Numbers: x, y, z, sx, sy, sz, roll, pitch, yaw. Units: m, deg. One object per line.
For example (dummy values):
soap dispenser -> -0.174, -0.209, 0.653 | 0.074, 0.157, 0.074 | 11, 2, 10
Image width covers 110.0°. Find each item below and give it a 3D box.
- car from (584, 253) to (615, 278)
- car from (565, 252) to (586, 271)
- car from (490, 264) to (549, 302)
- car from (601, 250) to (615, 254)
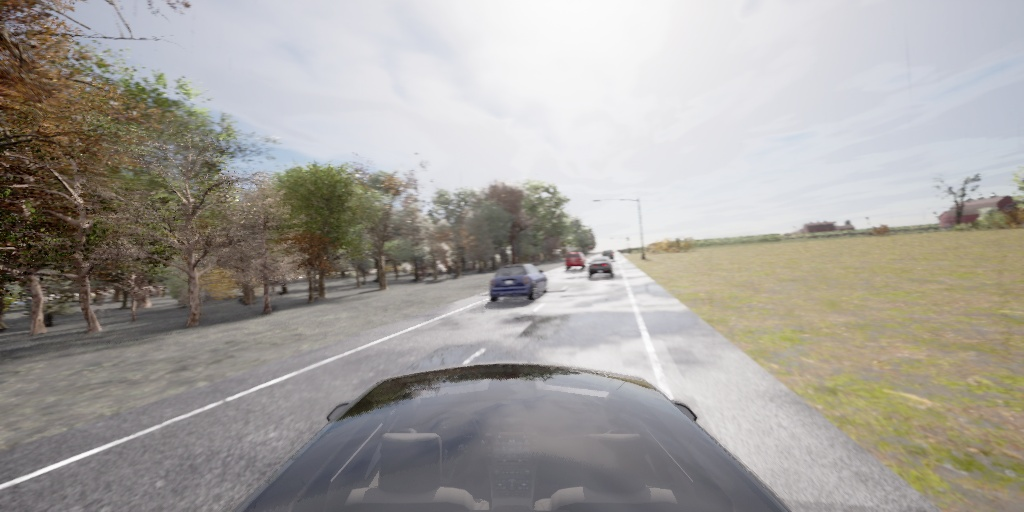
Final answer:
car -> 7.101, 0.837, 28.528 | 1.837, 1.490, 4.892 | -5, 0, 16
car -> 7.761, 0.598, 43.565 | 2.150, 2.045, 5.566 | -5, 0, 16
car -> 0.452, 1.174, 18.043 | 2.097, 1.767, 4.553 | -5, 0, 16
car -> 16.413, -0.029, 61.078 | 2.150, 2.045, 5.566 | -5, -1, 16
